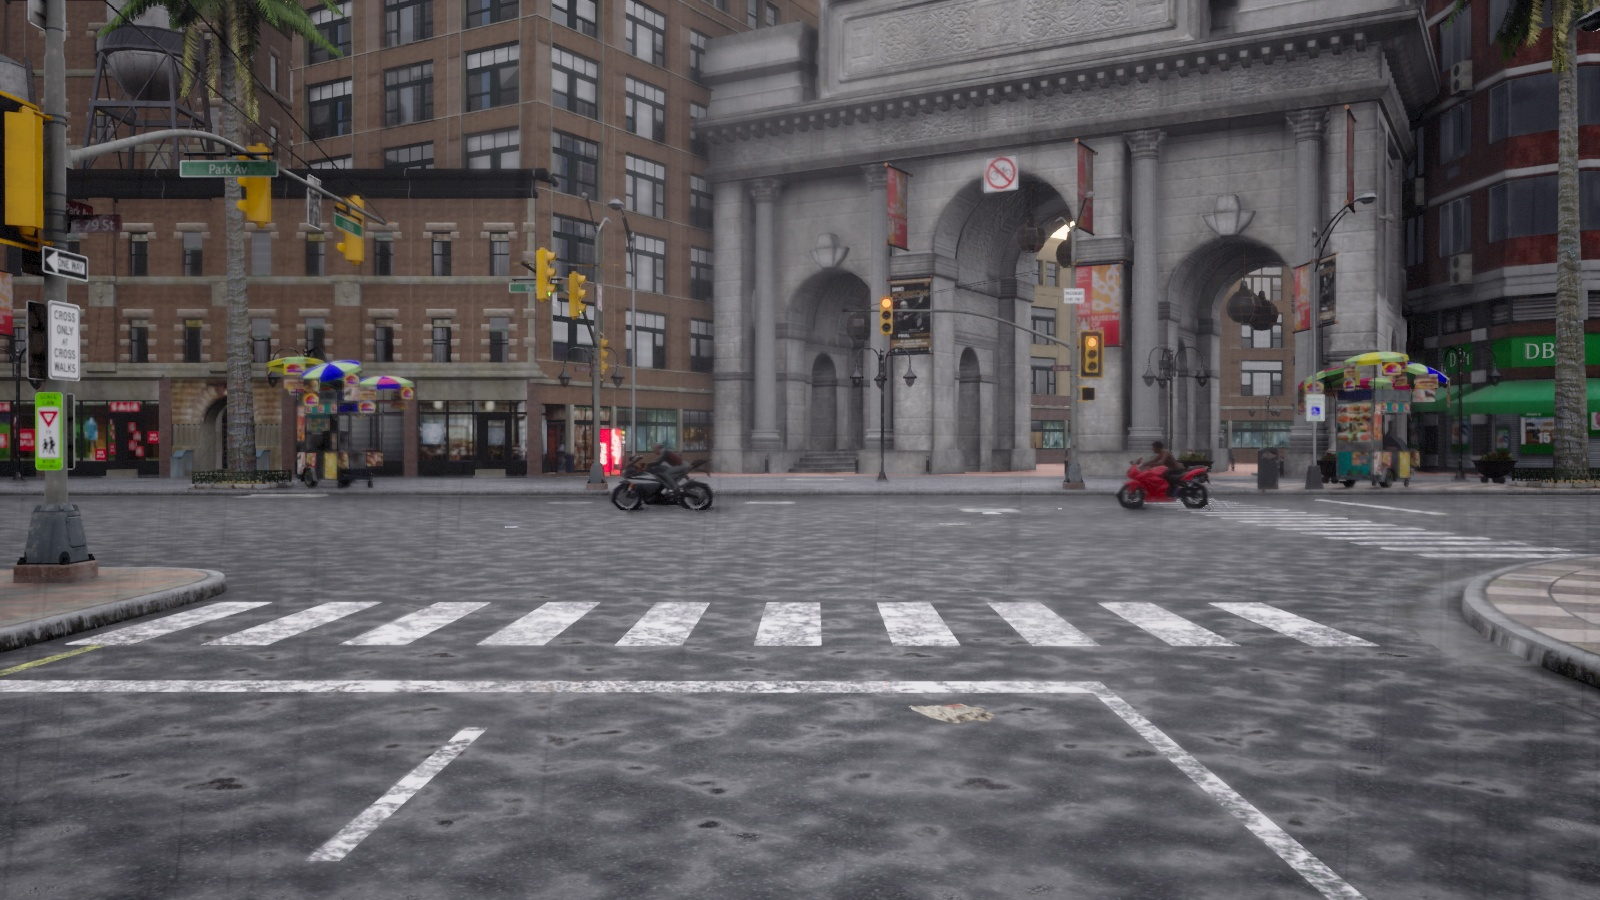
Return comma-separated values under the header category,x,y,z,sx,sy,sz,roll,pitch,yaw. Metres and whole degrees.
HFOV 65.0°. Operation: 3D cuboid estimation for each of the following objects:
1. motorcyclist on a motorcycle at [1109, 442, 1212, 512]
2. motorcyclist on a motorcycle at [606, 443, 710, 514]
category,x,y,z,sx,sy,sz,roll,pitch,yaw
motorcyclist on a motorcycle,7.933,0.579,27.702,2.044,1.523,0.797,0,0,1
motorcyclist on a motorcycle,-3.137,0.622,27.859,2.191,1.530,0.866,0,0,1
